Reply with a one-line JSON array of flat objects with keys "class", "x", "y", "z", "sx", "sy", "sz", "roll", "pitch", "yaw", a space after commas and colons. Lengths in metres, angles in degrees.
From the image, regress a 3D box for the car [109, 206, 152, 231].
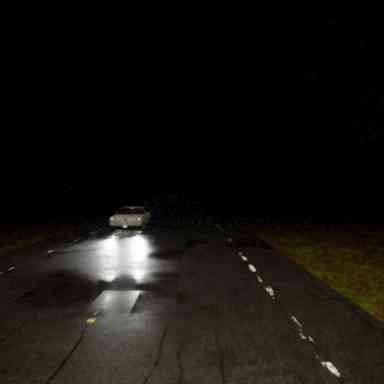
[{"class": "car", "x": -3.582, "y": 1.527, "z": 19.937, "sx": 1.895, "sy": 1.301, "sz": 4.718, "roll": 0, "pitch": 0, "yaw": -1}]
